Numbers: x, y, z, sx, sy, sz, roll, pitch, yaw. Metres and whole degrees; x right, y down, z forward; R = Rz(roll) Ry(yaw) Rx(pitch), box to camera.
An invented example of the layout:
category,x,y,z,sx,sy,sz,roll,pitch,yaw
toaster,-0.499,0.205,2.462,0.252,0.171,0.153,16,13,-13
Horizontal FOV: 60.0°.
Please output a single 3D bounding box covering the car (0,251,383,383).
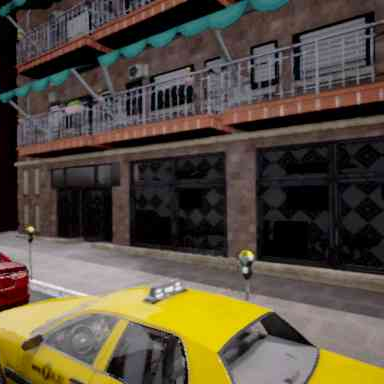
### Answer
category,x,y,z,sx,sy,sz,roll,pitch,yaw
car,-0.461,1.526,3.218,4.829,1.417,1.752,0,-1,36
